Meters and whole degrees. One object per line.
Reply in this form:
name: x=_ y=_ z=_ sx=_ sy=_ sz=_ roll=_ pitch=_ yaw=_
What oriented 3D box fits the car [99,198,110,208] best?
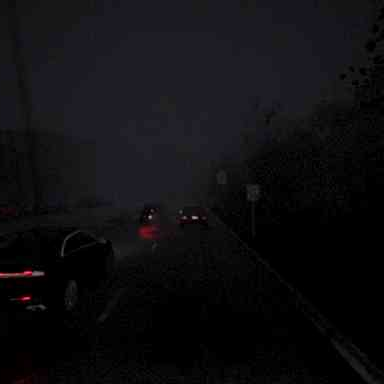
car: x=-15.493 y=1.785 z=54.147 sx=2.163 sy=1.488 sz=4.792 roll=0 pitch=0 yaw=0

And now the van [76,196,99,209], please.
van: x=-15.485 y=1.498 z=48.536 sx=1.878 sy=1.987 sz=4.442 roll=0 pitch=0 yaw=0

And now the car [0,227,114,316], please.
car: x=-3.140 y=1.533 z=7.562 sx=2.128 sy=1.511 sz=4.902 roll=0 pitch=0 yaw=0

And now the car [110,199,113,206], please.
car: x=-15.516 y=1.827 z=59.643 sx=2.002 sy=1.452 sz=4.674 roll=-2 pitch=0 yaw=0

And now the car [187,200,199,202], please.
car: x=0.160 y=1.699 z=41.026 sx=1.882 sy=1.535 sz=5.008 roll=0 pitch=0 yaw=0

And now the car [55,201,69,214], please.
car: x=-15.474 y=1.703 z=37.604 sx=2.002 sy=1.452 sz=4.674 roll=0 pitch=0 yaw=0

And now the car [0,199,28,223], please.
car: x=-15.462 y=1.475 z=26.458 sx=2.185 sy=1.767 sz=4.553 roll=0 pitch=0 yaw=0

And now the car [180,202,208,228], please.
car: x=0.125 y=1.673 z=23.228 sx=2.033 sy=1.411 sz=5.357 roll=0 pitch=0 yaw=0

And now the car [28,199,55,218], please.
car: x=-15.467 y=1.506 z=31.984 sx=2.185 sy=1.767 sz=4.553 roll=0 pitch=0 yaw=0

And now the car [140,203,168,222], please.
car: x=-3.112 y=1.654 z=27.467 sx=1.837 sy=1.490 sz=4.892 roll=0 pitch=0 yaw=0
